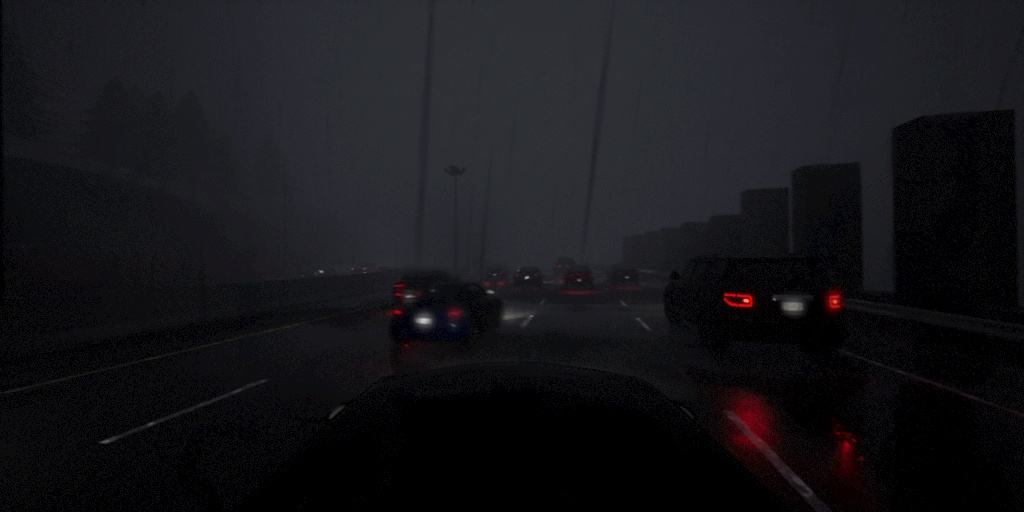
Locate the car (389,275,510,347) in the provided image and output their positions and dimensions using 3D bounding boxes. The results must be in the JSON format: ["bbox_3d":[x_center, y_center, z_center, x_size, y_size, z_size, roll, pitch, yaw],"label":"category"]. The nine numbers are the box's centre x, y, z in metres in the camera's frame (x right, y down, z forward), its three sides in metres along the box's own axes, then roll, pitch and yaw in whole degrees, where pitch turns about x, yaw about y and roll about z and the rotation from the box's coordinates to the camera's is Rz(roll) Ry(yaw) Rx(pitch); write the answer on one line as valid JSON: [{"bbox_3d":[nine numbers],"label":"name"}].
[{"bbox_3d":[-1.522,1.389,9.715,1.994,1.385,4.181,-1,0,11],"label":"car"}]

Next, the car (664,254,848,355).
[{"bbox_3d":[5.459,0.984,8.956,2.150,2.045,5.566,-1,0,11],"label":"car"}]

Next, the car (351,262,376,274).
[{"bbox_3d":[-18.487,1.594,45.397,2.097,1.767,4.553,-1,0,2],"label":"car"}]

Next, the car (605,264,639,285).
[{"bbox_3d":[8.429,1.359,27.817,1.882,1.535,5.008,0,0,7],"label":"car"}]

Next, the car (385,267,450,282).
[{"bbox_3d":[-3.758,1.403,16.842,1.837,1.490,4.892,0,0,10],"label":"car"}]

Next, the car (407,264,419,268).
[{"bbox_3d":[-14.785,1.833,52.363,1.994,1.385,4.181,0,0,0],"label":"car"}]

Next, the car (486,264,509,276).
[{"bbox_3d":[-1.390,1.548,35.347,1.812,1.442,4.674,0,0,5],"label":"car"}]

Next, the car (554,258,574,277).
[{"bbox_3d":[5.988,1.226,40.704,2.150,2.045,5.566,0,0,3],"label":"car"}]

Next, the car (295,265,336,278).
[{"bbox_3d":[-22.192,1.786,40.855,2.033,1.411,5.357,0,0,3],"label":"car"}]

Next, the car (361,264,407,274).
[{"bbox_3d":[-12.169,1.705,34.358,1.895,1.301,4.718,-1,0,5],"label":"car"}]

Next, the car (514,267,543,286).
[{"bbox_3d":[1.307,1.500,27.147,1.994,1.385,4.181,-1,0,7],"label":"car"}]

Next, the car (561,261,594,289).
[{"bbox_3d":[4.525,1.368,24.760,1.882,1.535,5.008,-1,0,8],"label":"car"}]
